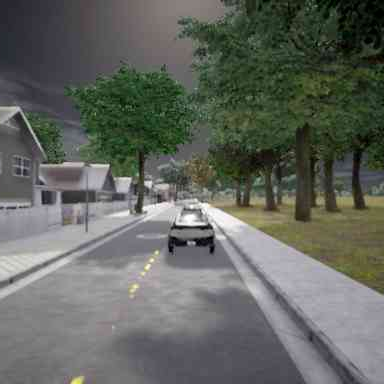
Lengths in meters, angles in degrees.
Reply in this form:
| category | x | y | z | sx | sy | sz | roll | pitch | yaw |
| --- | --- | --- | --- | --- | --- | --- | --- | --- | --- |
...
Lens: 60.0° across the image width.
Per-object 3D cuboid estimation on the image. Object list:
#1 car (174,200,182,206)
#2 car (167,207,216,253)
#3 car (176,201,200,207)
| category | x | y | z | sx | sy | sz | roll | pitch | yaw |
| --- | --- | --- | --- | --- | --- | --- | --- | --- | --- |
| car | -2.846 | 2.370 | 70.976 | 1.895 | 1.301 | 4.718 | 0 | -1 | 0 |
| car | -0.015 | 1.638 | 14.317 | 2.128 | 1.511 | 4.902 | 0 | 0 | 0 |
| car | -0.037 | 1.799 | 29.324 | 2.128 | 1.511 | 4.902 | 0 | -1 | 0 |
